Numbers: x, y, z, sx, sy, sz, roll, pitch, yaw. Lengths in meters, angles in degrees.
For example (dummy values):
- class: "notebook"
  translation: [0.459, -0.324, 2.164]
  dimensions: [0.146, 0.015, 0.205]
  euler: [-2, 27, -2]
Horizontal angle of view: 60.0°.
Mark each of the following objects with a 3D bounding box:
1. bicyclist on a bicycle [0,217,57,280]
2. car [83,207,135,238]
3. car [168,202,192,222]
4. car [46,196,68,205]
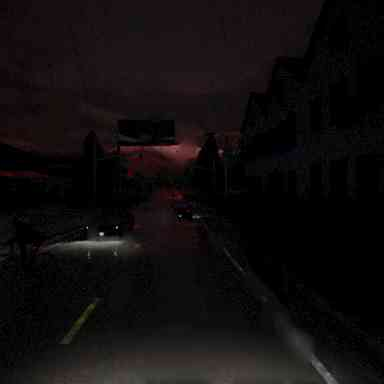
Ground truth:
- class: "bicyclist on a bicycle"
  translation: [-4.307, 1.455, 8.536]
  dimensions: [1.656, 1.620, 0.582]
  euler: [-2, 0, -2]
- class: "car"
  translation: [-4.268, 1.547, 18.018]
  dimensions: [2.033, 1.411, 5.357]
  euler: [0, 0, -2]
- class: "car"
  translation: [-0.938, 1.526, 26.155]
  dimensions: [1.812, 1.442, 4.674]
  euler: [0, 0, -2]
- class: "car"
  translation: [-24.747, 1.672, 62.244]
  dimensions: [4.611, 1.667, 2.242]
  euler: [0, 0, -3]
